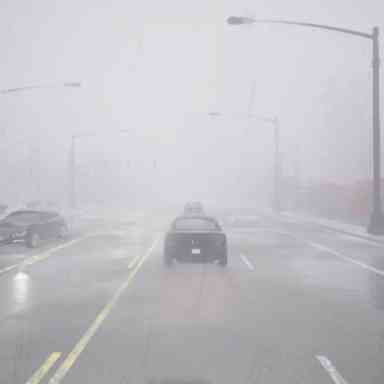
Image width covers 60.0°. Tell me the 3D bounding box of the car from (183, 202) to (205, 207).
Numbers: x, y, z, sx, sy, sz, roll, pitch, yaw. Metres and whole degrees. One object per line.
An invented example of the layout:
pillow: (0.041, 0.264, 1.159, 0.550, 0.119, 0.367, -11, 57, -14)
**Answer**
car: (0.138, 1.565, 29.573, 2.033, 1.411, 5.357, 0, 0, 0)

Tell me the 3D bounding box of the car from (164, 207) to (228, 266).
car: (0.114, 1.485, 11.579, 1.882, 1.535, 5.008, 0, 0, 0)

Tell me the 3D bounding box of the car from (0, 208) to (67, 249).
car: (-7.075, 1.509, 14.575, 1.837, 1.490, 4.892, 0, 0, 0)
